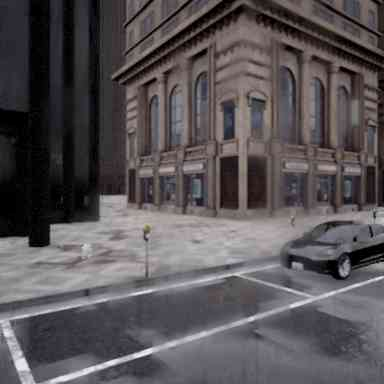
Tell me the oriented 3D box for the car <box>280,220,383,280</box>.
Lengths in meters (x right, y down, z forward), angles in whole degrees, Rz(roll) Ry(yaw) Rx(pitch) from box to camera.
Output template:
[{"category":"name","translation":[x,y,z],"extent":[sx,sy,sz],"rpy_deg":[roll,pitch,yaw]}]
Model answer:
[{"category":"car","translation":[4.510,1.529,9.864],"extent":[4.313,1.339,1.947],"rpy_deg":[0,0,-36]}]
